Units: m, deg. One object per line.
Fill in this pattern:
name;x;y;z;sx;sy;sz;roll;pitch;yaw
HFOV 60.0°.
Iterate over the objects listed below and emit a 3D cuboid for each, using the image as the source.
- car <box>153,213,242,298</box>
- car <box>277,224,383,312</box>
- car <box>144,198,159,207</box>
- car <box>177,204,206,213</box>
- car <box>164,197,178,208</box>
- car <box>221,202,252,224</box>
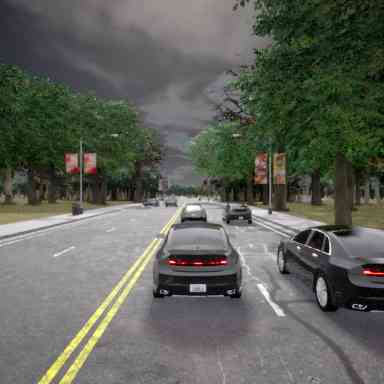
car;0.111;1.514;8.503;1.837;1.490;4.892;0;0;0
car;3.360;1.513;7.703;1.837;1.490;4.892;0;0;0
car;-6.386;1.683;52.856;1.994;1.385;4.181;0;0;2
car;0.133;1.614;25.878;1.994;1.385;4.181;0;0;0
car;-3.225;1.622;52.039;1.837;1.490;4.892;0;-1;1
car;3.384;1.554;25.438;1.837;1.490;4.892;0;0;0
